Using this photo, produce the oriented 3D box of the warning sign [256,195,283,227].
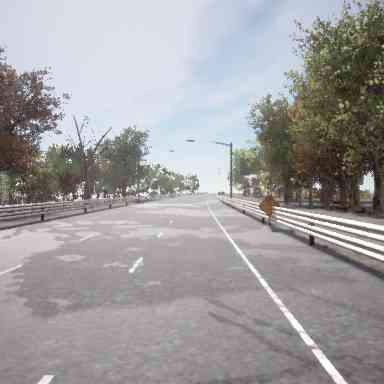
[{"bbox_3d":[4.647,1.110,20.055,1.300,1.860,1.060,-1,-1,1],"label":"warning sign"}]
